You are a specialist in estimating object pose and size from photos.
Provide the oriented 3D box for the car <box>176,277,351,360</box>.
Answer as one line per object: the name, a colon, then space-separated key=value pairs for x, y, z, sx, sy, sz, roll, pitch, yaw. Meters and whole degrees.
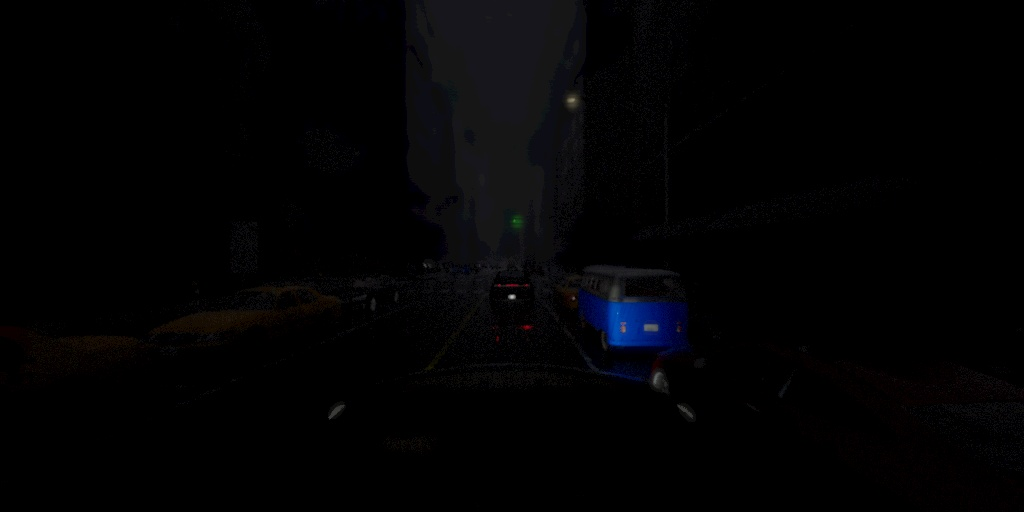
car: x=-5.856 y=1.339 z=8.538 sx=1.751 sy=1.417 sz=4.829 roll=0 pitch=0 yaw=0

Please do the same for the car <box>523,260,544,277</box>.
car: x=2.677 y=1.545 z=41.585 sx=1.967 sy=1.591 sz=4.097 roll=0 pitch=0 yaw=0

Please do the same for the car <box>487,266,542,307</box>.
car: x=0.006 y=1.372 z=16.150 sx=2.128 sy=1.511 sz=4.902 roll=0 pitch=0 yaw=0

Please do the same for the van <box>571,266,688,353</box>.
van: x=2.669 y=1.155 z=8.722 sx=1.690 sy=1.789 sz=3.998 roll=0 pitch=0 yaw=0

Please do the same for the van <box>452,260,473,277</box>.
van: x=-5.849 y=1.445 z=41.570 sx=1.690 sy=1.789 sz=3.998 roll=0 pitch=0 yaw=0

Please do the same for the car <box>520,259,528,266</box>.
car: x=2.679 y=1.514 z=52.756 sx=2.192 sy=1.841 sz=5.009 roll=0 pitch=0 yaw=0

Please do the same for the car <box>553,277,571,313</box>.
car: x=2.670 y=1.389 z=14.561 sx=1.751 sy=1.417 sz=4.829 roll=0 pitch=0 yaw=0

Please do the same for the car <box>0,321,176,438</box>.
car: x=-5.857 y=1.288 z=2.869 sx=1.751 sy=1.417 sz=4.829 roll=0 pitch=0 yaw=0

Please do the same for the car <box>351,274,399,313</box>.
car: x=-5.855 y=1.414 z=14.375 sx=2.007 sy=1.370 sz=4.403 roll=0 pitch=0 yaw=0

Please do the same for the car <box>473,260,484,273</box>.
car: x=-5.847 y=1.514 z=52.742 sx=2.192 sy=1.841 sz=5.009 roll=0 pitch=0 yaw=0

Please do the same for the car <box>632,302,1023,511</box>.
car: x=2.668 y=1.344 z=3.052 sx=1.802 sy=1.307 sz=4.207 roll=0 pitch=0 yaw=0
